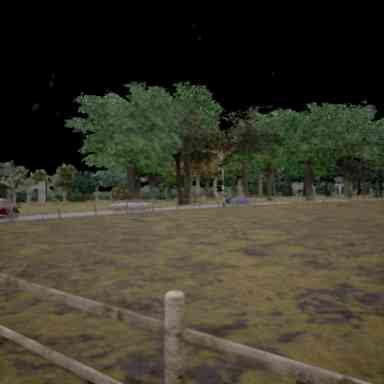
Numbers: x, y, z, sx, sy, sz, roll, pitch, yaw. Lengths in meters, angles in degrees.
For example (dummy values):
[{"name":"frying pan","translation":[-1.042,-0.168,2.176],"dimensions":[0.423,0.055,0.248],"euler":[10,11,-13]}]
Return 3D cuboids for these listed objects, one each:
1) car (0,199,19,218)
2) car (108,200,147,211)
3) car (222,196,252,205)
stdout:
[{"name":"car","translation":[-17.045,1.395,27.629],"dimensions":[2.097,1.767,4.553],"euler":[-2,-1,35]},{"name":"car","translation":[-7.757,1.559,40.007],"dimensions":[1.895,1.301,4.718],"euler":[-2,-1,41]},{"name":"car","translation":[7.481,1.322,54.471],"dimensions":[5.357,1.411,2.033],"euler":[-1,-1,-37]}]
